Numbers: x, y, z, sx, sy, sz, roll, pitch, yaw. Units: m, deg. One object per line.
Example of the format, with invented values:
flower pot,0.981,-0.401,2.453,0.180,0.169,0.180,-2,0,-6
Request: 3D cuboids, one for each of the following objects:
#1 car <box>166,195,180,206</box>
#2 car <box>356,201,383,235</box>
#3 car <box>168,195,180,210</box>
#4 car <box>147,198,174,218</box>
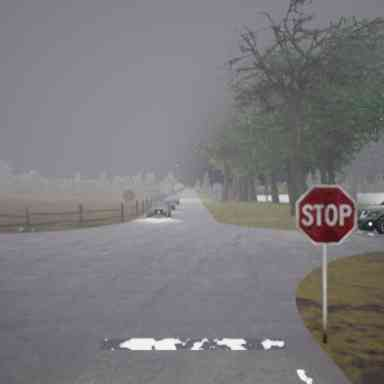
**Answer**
car,-2.867,1.249,51.461,1.882,1.535,5.008,0,1,1
car,11.031,1.050,16.737,5.566,2.045,2.150,-1,-1,1
car,-2.872,1.426,40.184,2.033,1.411,5.357,0,0,0
car,-2.865,1.510,29.761,1.994,1.385,4.181,0,0,-2
